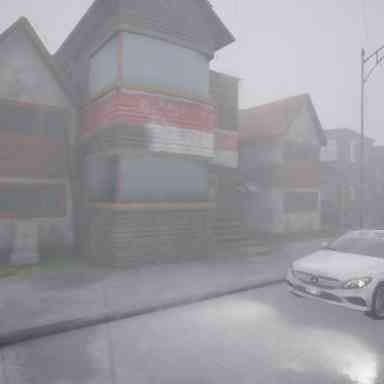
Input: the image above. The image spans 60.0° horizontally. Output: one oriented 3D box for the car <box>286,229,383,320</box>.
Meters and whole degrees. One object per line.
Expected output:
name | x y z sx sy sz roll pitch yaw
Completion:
car | 4.177 1.625 7.650 4.674 1.442 1.812 1 -1 -36
